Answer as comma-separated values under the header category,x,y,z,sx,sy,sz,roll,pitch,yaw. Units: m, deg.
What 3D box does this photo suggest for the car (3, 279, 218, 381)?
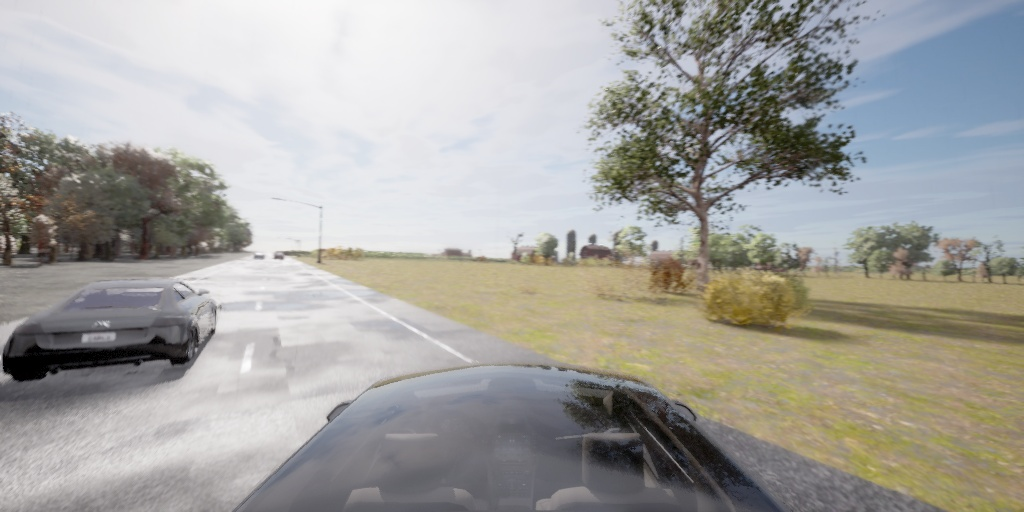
category,x,y,z,sx,sy,sz,roll,pitch,yaw
car,-7.108,1.125,6.876,1.994,1.385,4.181,2,0,-34
